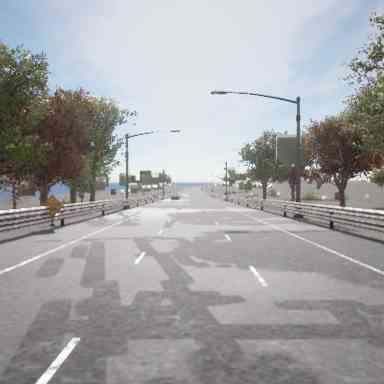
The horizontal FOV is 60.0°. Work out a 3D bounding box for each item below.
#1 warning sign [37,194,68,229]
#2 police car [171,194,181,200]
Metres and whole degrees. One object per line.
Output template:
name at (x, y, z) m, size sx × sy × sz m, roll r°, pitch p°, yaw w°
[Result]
warning sign at (-8.025, 1.094, 19.143) m, size 1.300 × 1.860 × 1.060 m, roll 2°, pitch 2°, yaw 0°
police car at (-4.549, 1.425, 89.307) m, size 1.930 × 1.638 × 5.238 m, roll 0°, pitch 0°, yaw 0°
